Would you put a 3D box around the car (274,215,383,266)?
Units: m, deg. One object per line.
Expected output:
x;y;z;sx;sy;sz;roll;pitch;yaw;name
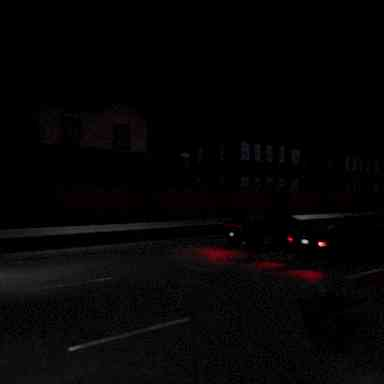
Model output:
5.648;1.660;12.081;5.357;1.411;2.033;1;0;-36;car

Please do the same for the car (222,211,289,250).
3.619;1.590;14.934;5.008;1.535;1.882;1;0;-35;car
